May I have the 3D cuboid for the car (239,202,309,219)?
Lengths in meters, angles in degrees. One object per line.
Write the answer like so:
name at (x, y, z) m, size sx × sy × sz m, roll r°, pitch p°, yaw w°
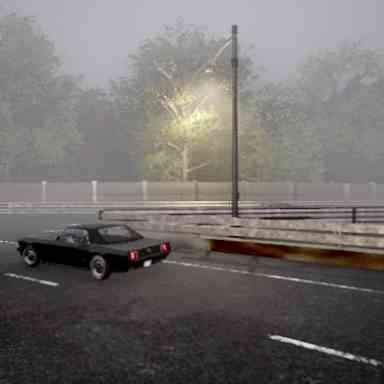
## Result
car at (5.205, 1.446, 22.089) m, size 5.008 × 1.535 × 1.882 m, roll -2°, pitch 0°, yaw -7°

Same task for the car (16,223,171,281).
car at (-3.052, 1.583, 9.829) m, size 4.718 × 1.301 × 1.895 m, roll 0°, pitch 0°, yaw 32°
